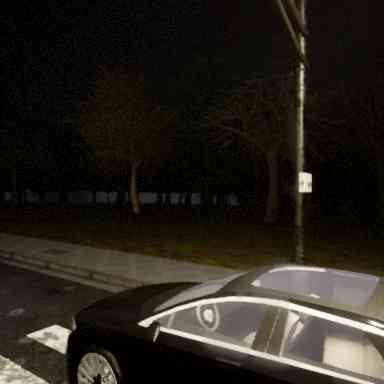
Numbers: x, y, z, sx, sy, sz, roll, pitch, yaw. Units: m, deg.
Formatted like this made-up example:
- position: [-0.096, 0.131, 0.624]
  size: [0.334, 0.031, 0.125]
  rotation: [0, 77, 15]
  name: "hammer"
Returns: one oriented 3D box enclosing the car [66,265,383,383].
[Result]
- position: [0.802, 1.488, 3.110]
  size: [4.902, 1.511, 2.128]
  rotation: [0, 0, 36]
  name: "car"
